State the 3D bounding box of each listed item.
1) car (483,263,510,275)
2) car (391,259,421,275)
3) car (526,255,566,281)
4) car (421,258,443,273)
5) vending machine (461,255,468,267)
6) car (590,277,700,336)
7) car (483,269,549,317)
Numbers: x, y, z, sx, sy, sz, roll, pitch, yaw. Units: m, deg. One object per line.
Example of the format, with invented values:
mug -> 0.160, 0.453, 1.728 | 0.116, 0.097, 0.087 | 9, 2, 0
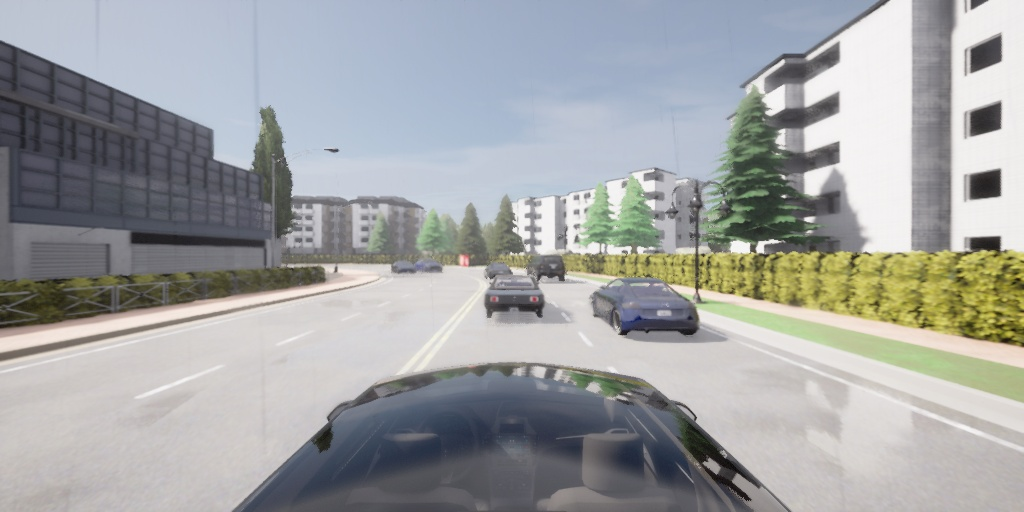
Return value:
car -> -1.261, 1.265, 30.195 | 1.994, 1.385, 4.181 | 0, 0, -12
car -> -11.769, 1.233, 38.709 | 2.033, 1.411, 5.357 | 0, 0, -28
car -> 2.624, 0.923, 28.814 | 2.150, 2.045, 5.566 | 0, 0, -9
car -> -9.678, 1.033, 41.739 | 2.097, 1.767, 4.553 | 0, 0, -32
vending machine -> -7.609, 0.849, 57.443 | 1.100, 2.100, 0.880 | 0, 0, -44
car -> 3.571, 1.299, 10.382 | 1.994, 1.385, 4.181 | 0, 0, 0
car -> 0.083, 1.331, 13.054 | 1.895, 1.301, 4.718 | 0, 0, 0
